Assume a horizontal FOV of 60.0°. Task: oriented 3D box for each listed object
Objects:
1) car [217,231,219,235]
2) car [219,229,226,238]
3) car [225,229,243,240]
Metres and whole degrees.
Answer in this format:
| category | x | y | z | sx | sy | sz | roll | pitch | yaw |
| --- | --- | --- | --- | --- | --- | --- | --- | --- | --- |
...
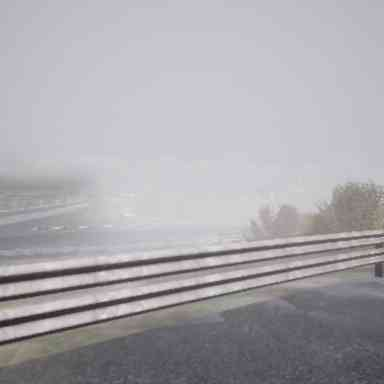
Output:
| category | x | y | z | sx | sy | sz | roll | pitch | yaw |
| --- | --- | --- | --- | --- | --- | --- | --- | --- | --- |
| car | 7.834 | 9.068 | 74.547 | 4.674 | 1.442 | 1.812 | -1 | 0 | -17 |
| car | 8.835 | 8.913 | 71.192 | 4.553 | 1.767 | 2.097 | -1 | 0 | -17 |
| car | 9.839 | 8.922 | 67.840 | 4.553 | 1.767 | 2.097 | -1 | 0 | -17 |
